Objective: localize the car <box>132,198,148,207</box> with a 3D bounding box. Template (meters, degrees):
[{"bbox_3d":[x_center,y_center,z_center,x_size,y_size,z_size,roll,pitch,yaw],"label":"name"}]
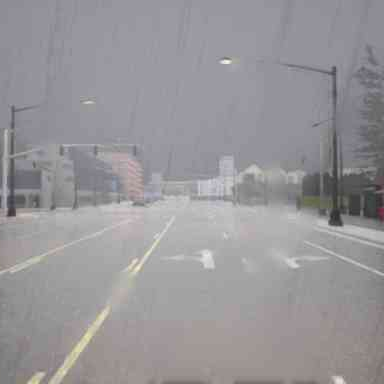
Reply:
[{"bbox_3d":[-10.498,2.085,65.648,2.097,1.767,4.553,0,-1,0],"label":"car"}]

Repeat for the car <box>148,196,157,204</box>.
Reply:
[{"bbox_3d":[-10.496,2.265,81.632,1.837,1.490,4.892,0,0,0],"label":"car"}]
